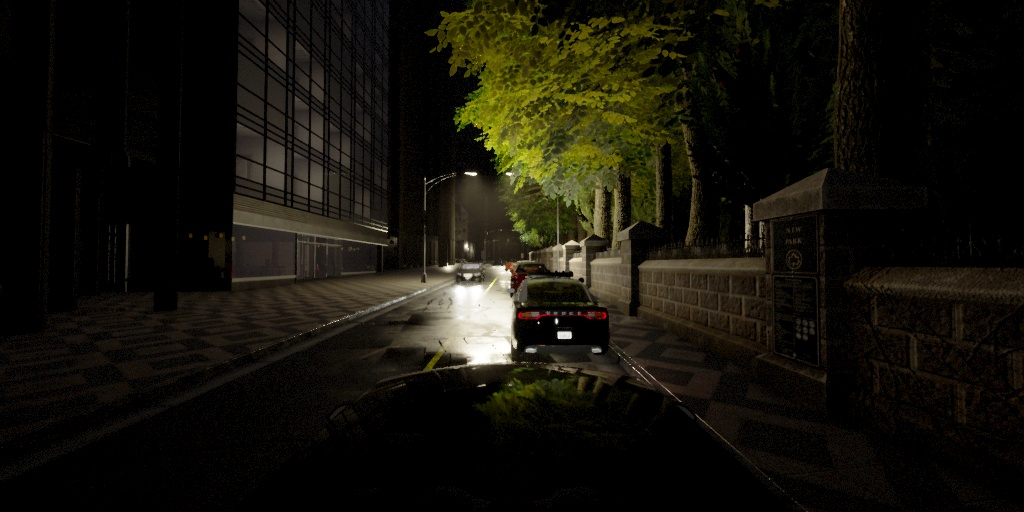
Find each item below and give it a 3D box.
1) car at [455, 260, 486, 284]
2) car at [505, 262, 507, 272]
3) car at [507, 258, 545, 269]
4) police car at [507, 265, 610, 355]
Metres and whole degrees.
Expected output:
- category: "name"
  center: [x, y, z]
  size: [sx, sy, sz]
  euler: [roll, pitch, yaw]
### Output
- category: "car"
  center: [-3.011, 1.249, 26.900]
  size: [2.128, 1.511, 4.902]
  euler: [0, 0, 0]
- category: "car"
  center: [0.208, 1.129, 47.423]
  size: [2.097, 1.767, 4.553]
  euler: [0, 0, 1]
- category: "car"
  center: [0.958, 1.106, 18.680]
  size: [2.097, 1.767, 4.553]
  euler: [0, 0, 0]
- category: "police car"
  center: [0.924, 1.177, 8.817]
  size: [1.930, 1.638, 5.238]
  euler: [0, 0, 0]
